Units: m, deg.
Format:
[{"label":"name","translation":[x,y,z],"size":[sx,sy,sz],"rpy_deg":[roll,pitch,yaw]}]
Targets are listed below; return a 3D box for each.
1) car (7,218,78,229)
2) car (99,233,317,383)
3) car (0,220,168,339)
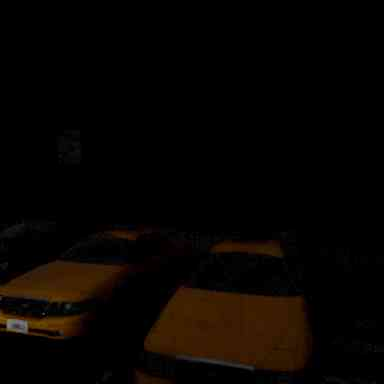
[{"label":"car","translation":[-3.976,1.484,8.940],"size":[2.231,1.521,4.892],"rpy_deg":[1,-1,16]},{"label":"car","translation":[0.854,1.479,5.266],"size":[1.946,1.575,5.366],"rpy_deg":[1,-1,16]},{"label":"car","translation":[-1.589,1.479,7.010],"size":[1.946,1.575,5.366],"rpy_deg":[1,-1,16]}]
